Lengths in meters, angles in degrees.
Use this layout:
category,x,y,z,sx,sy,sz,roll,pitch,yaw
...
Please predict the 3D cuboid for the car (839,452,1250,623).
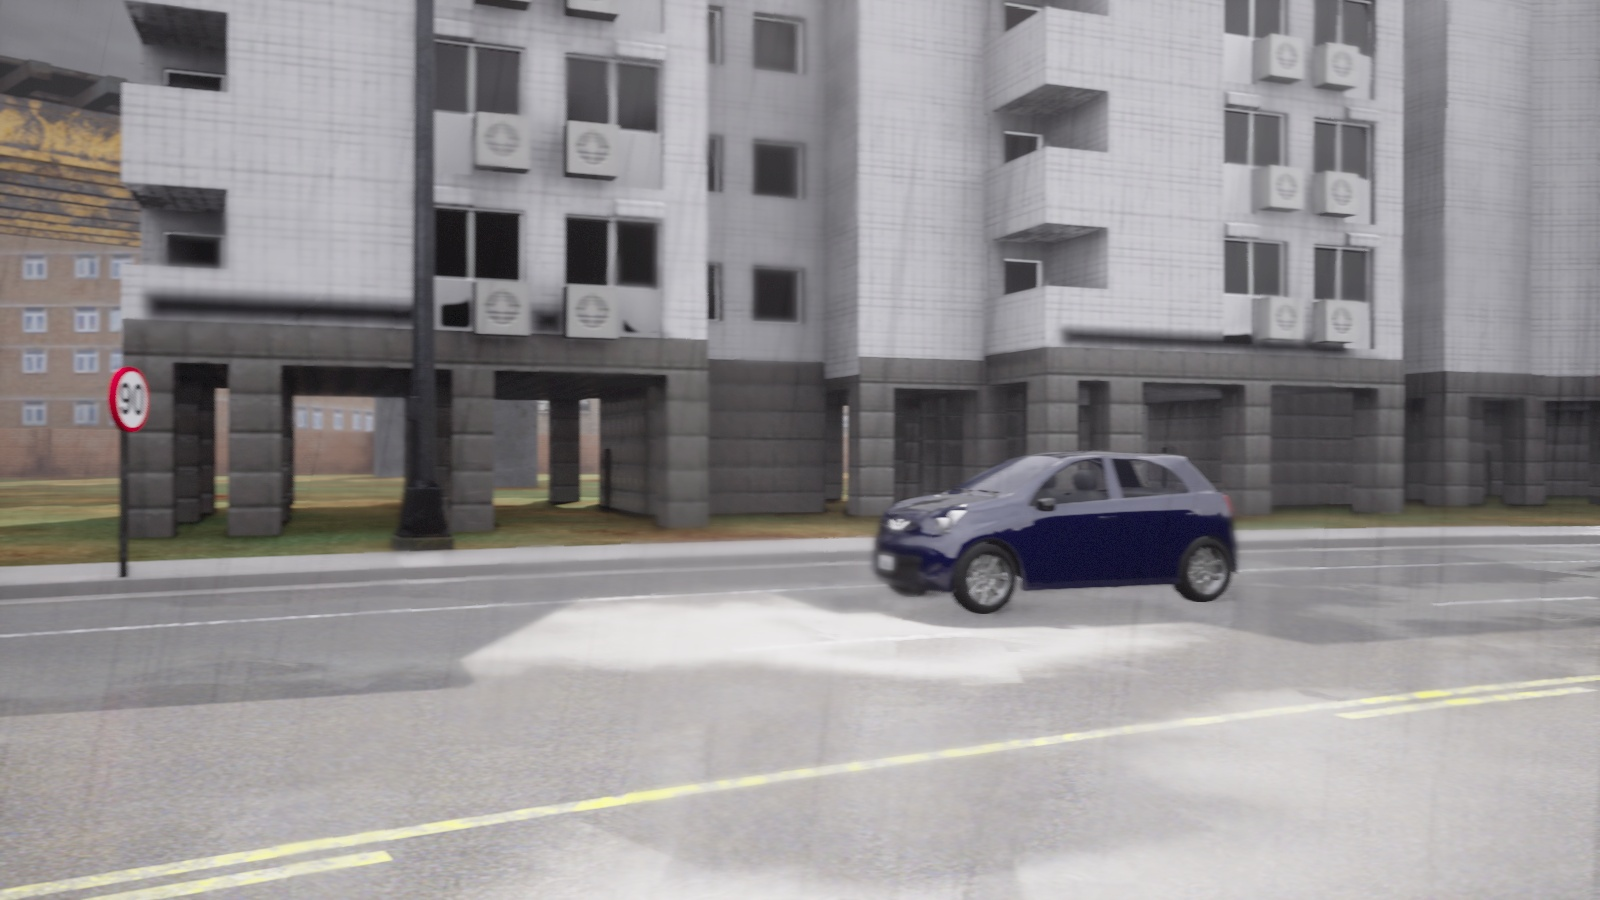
category,x,y,z,sx,sy,sz,roll,pitch,yaw
car,2.424,0.774,12.611,3.633,1.501,1.845,0,0,-22
